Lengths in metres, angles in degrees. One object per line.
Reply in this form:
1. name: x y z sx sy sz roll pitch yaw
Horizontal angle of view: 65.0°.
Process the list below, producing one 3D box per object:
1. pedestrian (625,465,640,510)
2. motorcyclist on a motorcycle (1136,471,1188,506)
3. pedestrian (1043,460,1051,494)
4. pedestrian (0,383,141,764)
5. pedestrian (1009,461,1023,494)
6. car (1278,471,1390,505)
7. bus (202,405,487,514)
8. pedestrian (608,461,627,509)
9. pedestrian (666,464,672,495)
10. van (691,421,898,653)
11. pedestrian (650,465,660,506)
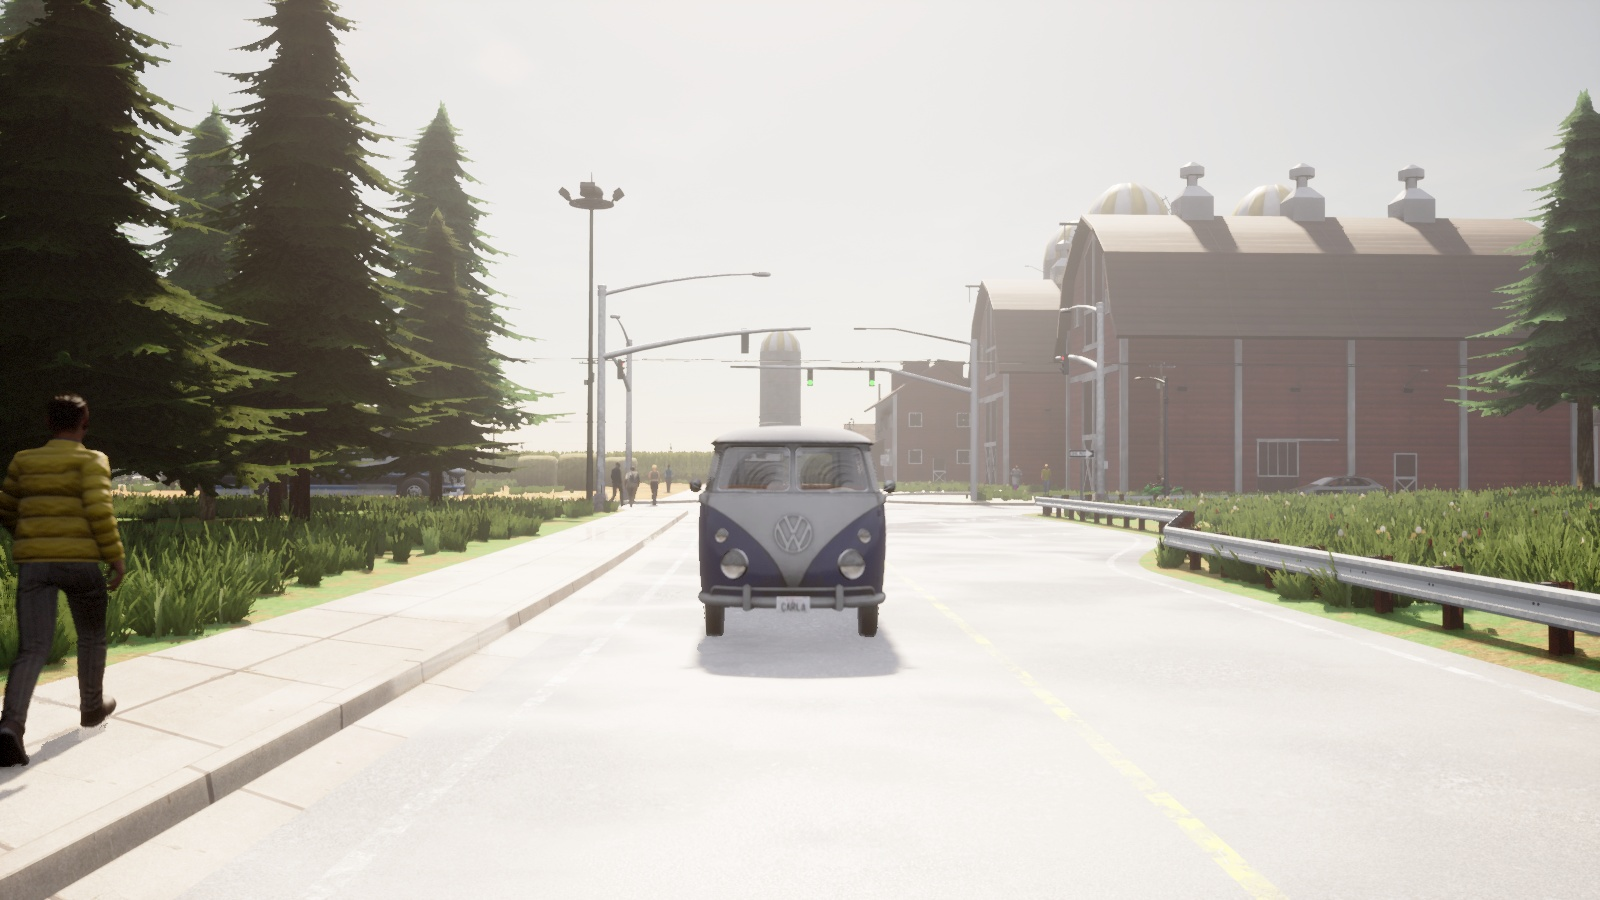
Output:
1. pedestrian: -6.950 1.533 52.009 0.540 1.848 0.694 0 -1 -1
2. motorcyclist on a motorcycle: 16.080 1.694 55.812 2.044 1.523 0.797 0 -1 -1
3. pedestrian: 13.392 1.485 68.026 0.354 1.836 0.706 0 -1 6
4. pedestrian: -3.753 0.600 6.453 0.431 1.840 0.709 0 -1 -8
5. pedestrian: 12.841 1.654 74.558 0.659 1.952 0.873 0 -1 -2
6. car: 23.773 1.698 55.990 4.193 1.474 1.816 0 -1 -1
7. bus: -18.437 0.402 51.531 10.273 4.253 3.944 0 -1 -1
8. pedestrian: -7.065 1.339 48.627 0.402 1.842 0.726 -1 -1 28
9. pedestrian: -8.222 1.823 78.848 0.396 1.930 0.692 0 -1 -6
10. van: -0.093 0.786 13.028 1.775 1.987 4.442 0 -1 -1
11. pedestrian: -6.480 1.589 56.111 0.345 1.836 0.594 0 -1 5
